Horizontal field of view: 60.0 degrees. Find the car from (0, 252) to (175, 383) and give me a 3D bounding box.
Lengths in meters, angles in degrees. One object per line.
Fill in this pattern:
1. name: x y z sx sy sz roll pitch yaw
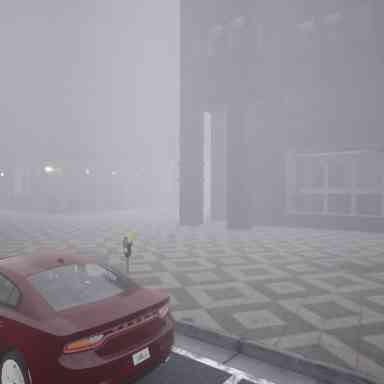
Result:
1. car: -2.293 1.544 4.759 4.507 1.381 1.887 0 0 37
